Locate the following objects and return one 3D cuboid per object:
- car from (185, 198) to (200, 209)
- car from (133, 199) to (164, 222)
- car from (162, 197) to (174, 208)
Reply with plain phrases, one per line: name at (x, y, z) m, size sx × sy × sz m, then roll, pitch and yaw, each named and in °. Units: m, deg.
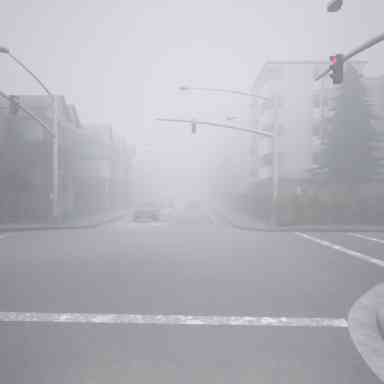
car at (0.104, 1.526, 45.561) m, size 1.812 × 1.442 × 4.674 m, roll 0°, pitch 0°, yaw 0°
car at (-3.532, 1.504, 26.624) m, size 1.837 × 1.490 × 4.892 m, roll 0°, pitch 0°, yaw -1°
car at (-3.546, 1.493, 47.376) m, size 2.128 × 1.511 × 4.902 m, roll 0°, pitch 0°, yaw 0°
